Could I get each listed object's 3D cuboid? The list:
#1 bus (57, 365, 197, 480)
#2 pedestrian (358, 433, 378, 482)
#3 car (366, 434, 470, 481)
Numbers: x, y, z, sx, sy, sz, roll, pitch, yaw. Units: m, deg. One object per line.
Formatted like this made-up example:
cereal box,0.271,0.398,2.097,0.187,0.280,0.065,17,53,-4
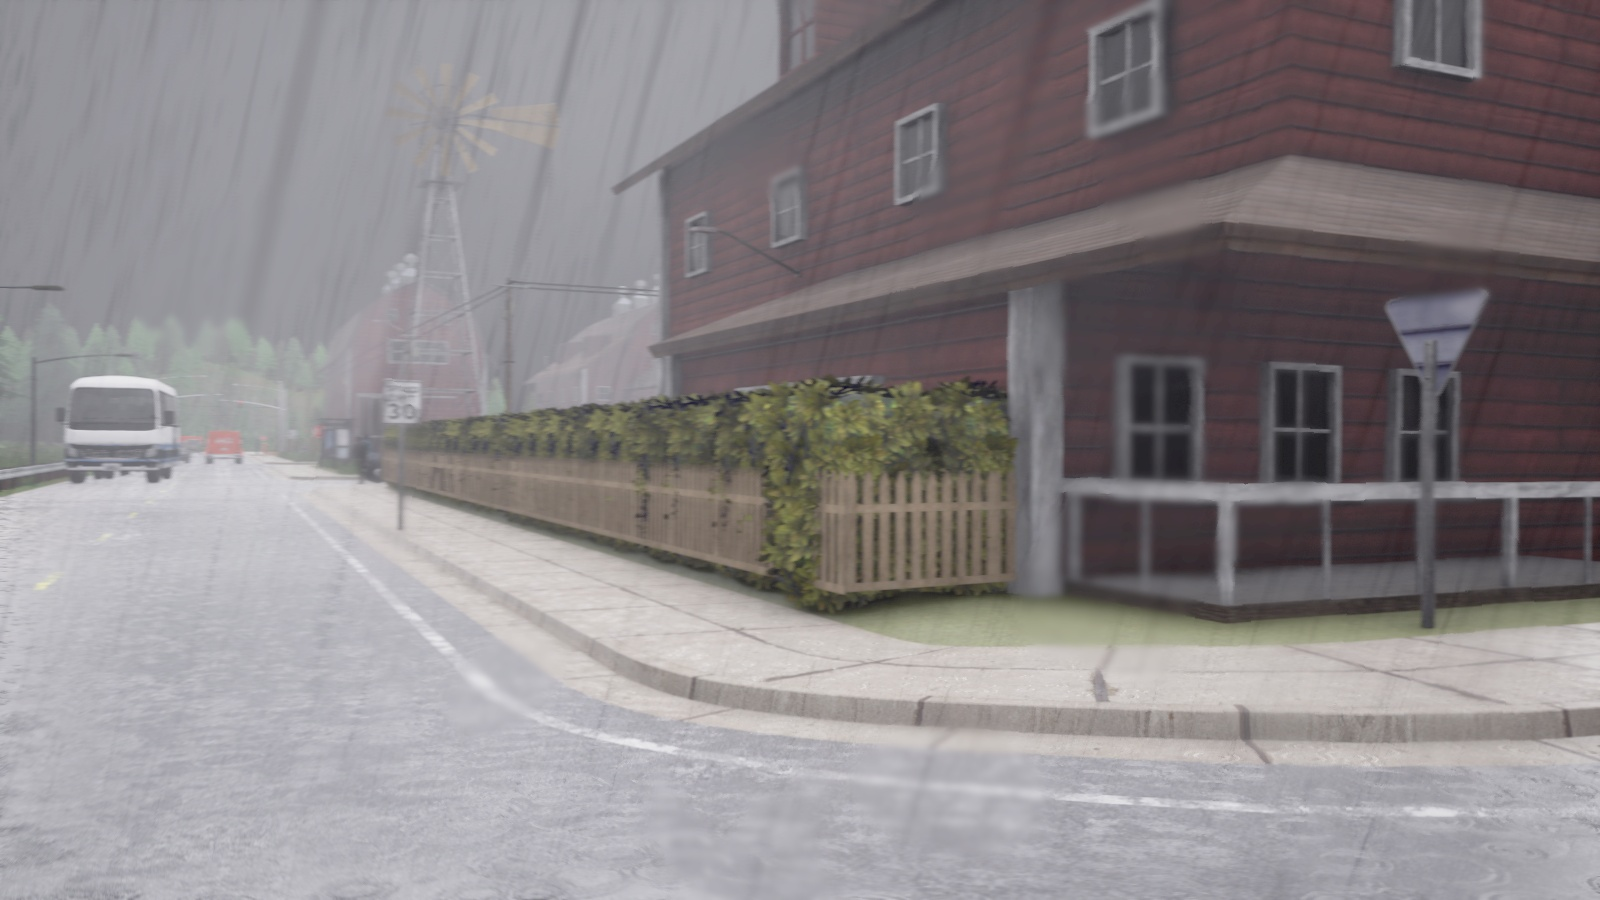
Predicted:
bus,-27.760,-1.058,52.366,3.944,4.253,10.273,1,0,-22
pedestrian,-16.369,0.291,47.585,0.431,1.840,0.703,1,0,-42
car,-15.764,0.298,51.773,3.866,1.878,1.905,1,0,-25
